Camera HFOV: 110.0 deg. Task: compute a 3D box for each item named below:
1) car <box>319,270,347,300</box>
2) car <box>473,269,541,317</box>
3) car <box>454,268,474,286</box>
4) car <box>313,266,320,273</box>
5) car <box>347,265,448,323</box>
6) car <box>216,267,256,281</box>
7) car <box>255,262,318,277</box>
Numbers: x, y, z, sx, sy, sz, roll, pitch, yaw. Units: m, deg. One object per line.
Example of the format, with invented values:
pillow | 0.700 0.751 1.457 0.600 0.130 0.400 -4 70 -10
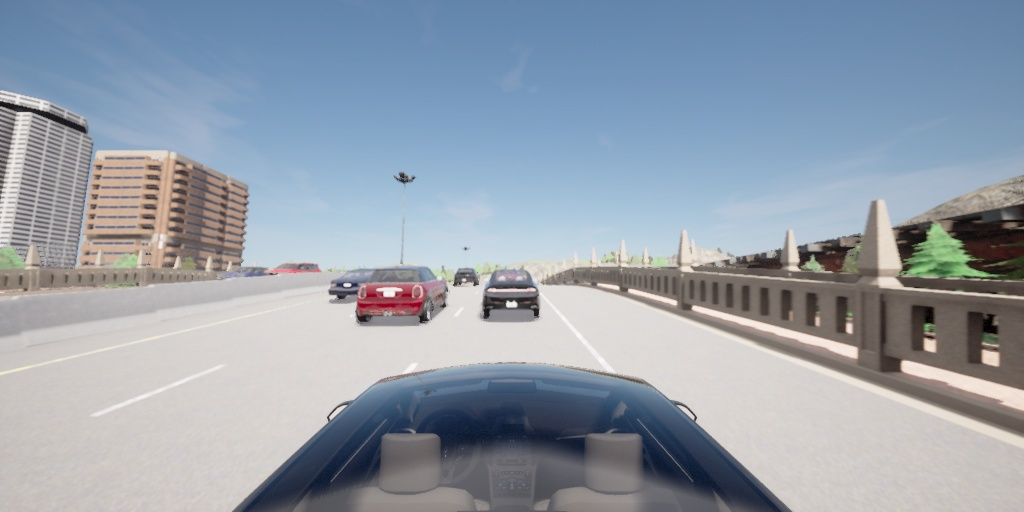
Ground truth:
car | -7.106 1.337 17.909 2.033 1.411 5.357 0 -1 -1
car | -0.040 1.227 13.004 2.128 1.511 4.902 0 0 -1
car | -3.774 1.787 30.467 1.837 1.490 4.892 0 -4 -1
car | -14.436 1.918 30.943 2.033 1.411 5.357 0 -4 0
car | -3.532 1.101 12.361 2.097 1.767 4.553 0 0 -1
car | -21.425 1.631 29.074 2.097 1.767 4.553 0 -3 0
car | -17.930 1.516 29.576 2.150 2.045 5.566 0 -4 0
